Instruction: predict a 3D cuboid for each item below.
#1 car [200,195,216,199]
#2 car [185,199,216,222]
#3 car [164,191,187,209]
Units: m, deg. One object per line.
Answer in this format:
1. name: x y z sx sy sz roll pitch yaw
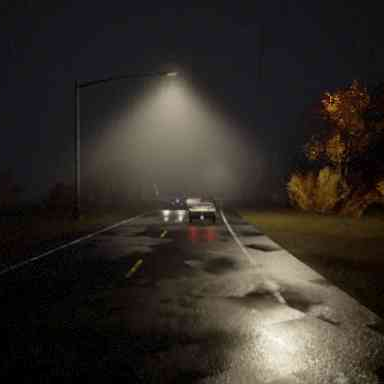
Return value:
1. car: 2.012 1.153 41.909 2.128 1.511 4.902 0 1 5
2. car: 0.795 1.405 24.484 1.895 1.301 4.718 0 0 3
3. car: -1.864 0.908 39.267 2.150 2.045 5.566 0 0 5
